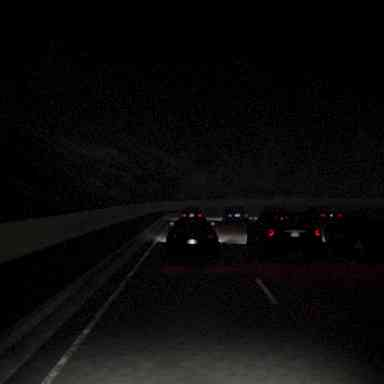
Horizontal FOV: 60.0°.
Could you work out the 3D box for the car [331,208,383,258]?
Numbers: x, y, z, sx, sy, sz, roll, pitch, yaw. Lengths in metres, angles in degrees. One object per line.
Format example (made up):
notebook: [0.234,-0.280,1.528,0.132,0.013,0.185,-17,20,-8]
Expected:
car: [7.014,1.654,13.487,1.837,1.490,4.892,0,0,0]

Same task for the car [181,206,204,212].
car: [0.016,1.844,27.494,2.033,1.411,5.357,0,-1,1]

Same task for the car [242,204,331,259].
car: [3.514,1.497,13.410,2.097,1.767,4.553,0,-1,0]

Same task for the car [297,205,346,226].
car: [10.515,1.845,27.512,2.033,1.411,5.357,0,-1,1]

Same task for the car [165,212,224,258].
car: [0.015,1.711,13.500,1.994,1.385,4.181,0,-1,0]

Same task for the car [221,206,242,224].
car: [3.516,1.844,27.512,2.033,1.411,5.357,0,-1,1]

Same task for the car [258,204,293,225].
car: [7.045,1.814,28.484,1.837,1.490,4.892,0,0,1]
